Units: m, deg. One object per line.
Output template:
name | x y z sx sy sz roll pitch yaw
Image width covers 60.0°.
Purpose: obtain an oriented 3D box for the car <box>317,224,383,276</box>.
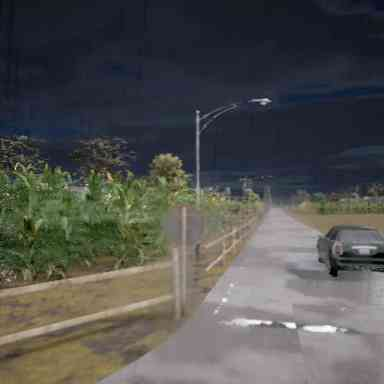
car | 6.086 2.043 12.744 2.097 1.767 4.553 -1 -3 15
